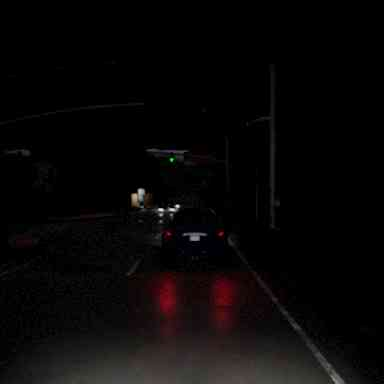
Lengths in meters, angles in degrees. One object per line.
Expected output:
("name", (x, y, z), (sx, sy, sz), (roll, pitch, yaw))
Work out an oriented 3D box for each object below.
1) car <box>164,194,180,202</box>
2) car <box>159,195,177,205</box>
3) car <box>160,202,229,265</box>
("car", (-3.510, 1.423, 63.821), (2.150, 2.045, 5.566), (0, 0, 0))
("car", (-3.573, 1.655, 47.898), (1.837, 1.490, 4.892), (0, 0, 0))
("car", (0.093, 1.390, 11.929), (2.097, 1.767, 4.553), (0, 0, 0))
